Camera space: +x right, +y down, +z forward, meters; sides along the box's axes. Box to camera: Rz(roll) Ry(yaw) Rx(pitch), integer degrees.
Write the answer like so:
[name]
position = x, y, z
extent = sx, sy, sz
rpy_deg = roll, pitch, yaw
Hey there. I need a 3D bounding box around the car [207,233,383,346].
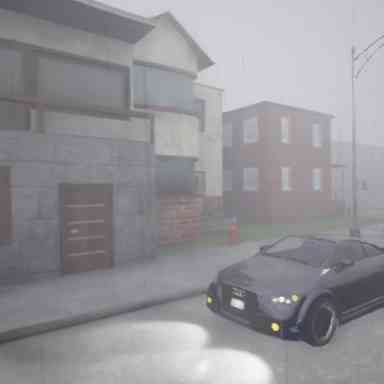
[car]
position = 2.311, 1.512, 6.289
extent = 4.181, 1.385, 1.994
rpy_deg = -1, 0, -36
